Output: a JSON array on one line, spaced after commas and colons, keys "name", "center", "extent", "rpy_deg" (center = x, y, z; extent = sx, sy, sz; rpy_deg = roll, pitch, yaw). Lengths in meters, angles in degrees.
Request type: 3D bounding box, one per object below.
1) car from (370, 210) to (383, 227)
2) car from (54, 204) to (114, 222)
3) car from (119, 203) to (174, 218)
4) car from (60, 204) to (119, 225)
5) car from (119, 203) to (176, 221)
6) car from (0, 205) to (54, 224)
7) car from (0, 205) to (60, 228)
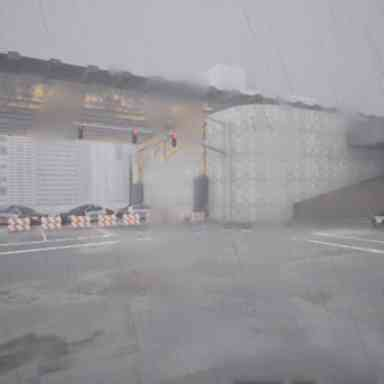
[{"name": "car", "center": [14.119, 1.574, 22.364], "extent": [4.902, 1.511, 2.128], "rpy_deg": [0, -1, -27]}, {"name": "car", "center": [-8.392, 1.595, 26.346], "extent": [1.853, 1.218, 4.536], "rpy_deg": [-1, -1, 28]}, {"name": "car", "center": [-3.984, 1.587, 29.355], "extent": [4.536, 1.218, 1.853], "rpy_deg": [0, -1, 3]}, {"name": "car", "center": [-8.414, 1.752, 26.298], "extent": [2.038, 1.542, 4.974], "rpy_deg": [-1, -1, 28]}, {"name": "car", "center": [-3.930, 1.744, 29.351], "extent": [4.974, 1.542, 2.038], "rpy_deg": [0, -1, 3]}, {"name": "car", "center": [-12.606, 1.610, 24.294], "extent": [4.536, 1.218, 1.853], "rpy_deg": [-1, -1, 18]}, {"name": "car", "center": [-12.555, 1.767, 24.277], "extent": [4.974, 1.542, 2.038], "rpy_deg": [-1, -1, 18]}]
